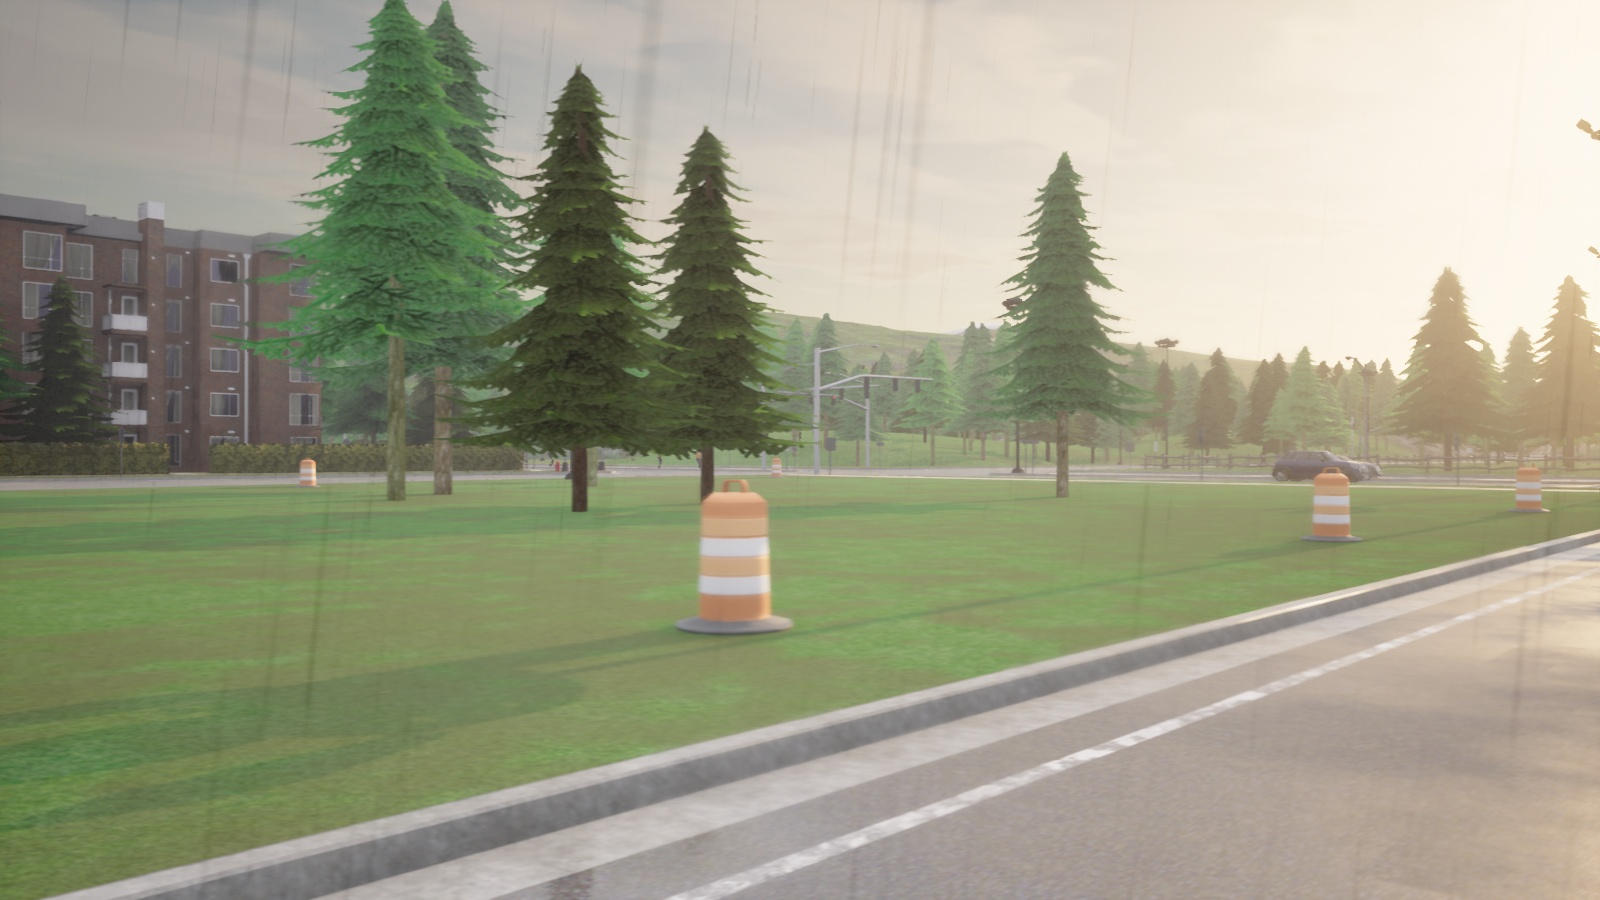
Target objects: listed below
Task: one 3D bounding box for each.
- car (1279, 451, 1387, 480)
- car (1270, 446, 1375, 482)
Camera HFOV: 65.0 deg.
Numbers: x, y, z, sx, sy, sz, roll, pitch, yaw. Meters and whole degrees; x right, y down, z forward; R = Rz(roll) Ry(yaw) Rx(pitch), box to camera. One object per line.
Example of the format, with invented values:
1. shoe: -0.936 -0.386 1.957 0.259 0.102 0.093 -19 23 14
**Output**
1. car: 28.707 0.797 67.735 4.902 1.511 2.128 0 0 42
2. car: 26.864 0.698 64.683 4.553 1.767 2.097 0 0 42
